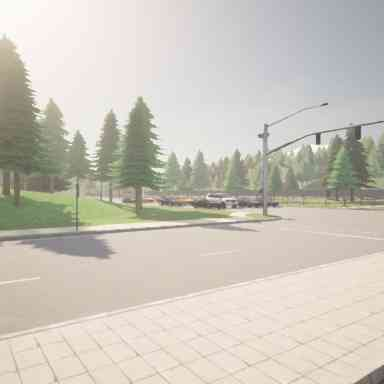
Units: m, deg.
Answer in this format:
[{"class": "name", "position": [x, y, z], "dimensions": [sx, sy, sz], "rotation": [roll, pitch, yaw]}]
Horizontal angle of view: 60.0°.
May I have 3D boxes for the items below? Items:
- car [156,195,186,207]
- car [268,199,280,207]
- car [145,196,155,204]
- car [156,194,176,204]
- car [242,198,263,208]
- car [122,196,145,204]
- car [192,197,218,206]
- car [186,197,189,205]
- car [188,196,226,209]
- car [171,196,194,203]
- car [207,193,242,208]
[{"class": "car", "position": [-3.420, 1.505, 51.930], "dimensions": [1.837, 1.490, 4.892], "rotation": [0, 0, -35]}, {"class": "car", "position": [10.608, 1.547, 50.244], "dimensions": [2.033, 1.411, 5.357], "rotation": [0, 0, -35]}, {"class": "car", "position": [-9.191, 1.478, 66.335], "dimensions": [1.882, 1.535, 5.008], "rotation": [0, 0, -35]}, {"class": "car", "position": [-5.315, 1.352, 66.908], "dimensions": [2.097, 1.767, 4.553], "rotation": [0, 0, -35]}, {"class": "car", "position": [7.682, 1.547, 48.315], "dimensions": [2.033, 1.411, 5.357], "rotation": [0, 0, -35]}, {"class": "car", "position": [-11.577, 1.547, 63.616], "dimensions": [2.033, 1.411, 5.357], "rotation": [0, 0, -35]}, {"class": "car", "position": [2.170, 1.601, 56.162], "dimensions": [1.895, 1.301, 4.718], "rotation": [0, 0, -35]}, {"class": "car", "position": [-1.489, 1.478, 55.273], "dimensions": [1.882, 1.535, 5.008], "rotation": [0, 0, -35]}, {"class": "car", "position": [1.937, 1.601, 44.308], "dimensions": [1.895, 1.301, 4.718], "rotation": [0, 0, -35]}, {"class": "car", "position": [-2.035, 1.547, 68.350], "dimensions": [2.033, 1.411, 5.357], "rotation": [0, 0, -35]}, {"class": "car", "position": [4.124, 1.221, 47.298], "dimensions": [2.150, 2.045, 5.566], "rotation": [0, 0, -34]}]
